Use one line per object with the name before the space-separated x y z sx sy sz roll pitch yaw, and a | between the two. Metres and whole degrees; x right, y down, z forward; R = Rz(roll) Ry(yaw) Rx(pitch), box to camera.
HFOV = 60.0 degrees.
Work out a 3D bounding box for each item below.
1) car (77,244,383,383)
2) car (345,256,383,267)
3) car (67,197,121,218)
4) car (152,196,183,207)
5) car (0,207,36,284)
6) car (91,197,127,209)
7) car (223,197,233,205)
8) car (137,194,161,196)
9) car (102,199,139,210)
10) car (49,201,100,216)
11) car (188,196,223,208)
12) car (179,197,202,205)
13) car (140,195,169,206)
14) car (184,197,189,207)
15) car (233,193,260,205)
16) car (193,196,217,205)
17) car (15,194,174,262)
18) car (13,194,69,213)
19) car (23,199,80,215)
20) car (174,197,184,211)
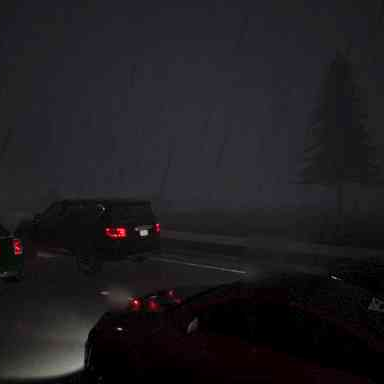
car | 0.802 1.564 3.417 4.181 1.385 1.994 0 0 35
car | 4.671 1.478 4.956 5.008 1.535 1.882 0 0 35
car | -9.235 1.352 31.604 2.097 1.767 4.553 0 0 36
car | -3.734 1.478 50.998 1.882 1.535 5.008 0 0 36
car | -6.249 1.352 8.414 4.553 1.767 2.097 0 0 36
car | -11.465 1.505 46.353 1.837 1.490 4.892 0 0 36
car | 6.146 1.601 58.527 1.895 1.301 4.718 0 0 37
car | -6.118 1.221 41.811 2.150 2.045 5.566 0 0 36
car | -9.284 1.601 43.408 1.895 1.301 4.718 0 0 36
car | -11.879 1.601 33.925 1.895 1.301 4.718 0 0 36
car | 2.008 1.601 46.993 1.895 1.301 4.718 0 0 36
car | -0.212 1.601 61.703 1.895 1.301 4.718 0 0 37
car | -6.046 1.352 53.761 2.097 1.767 4.553 0 0 36
car | -0.070 1.547 50.081 2.033 1.411 5.357 0 0 36
car | 9.871 1.216 57.659 2.150 2.045 5.566 0 1 37
car | 2.344 1.526 59.275 1.812 1.442 4.674 0 0 37
car | -3.505 1.221 10.755 5.566 2.045 2.150 0 0 36
car | -17.317 1.222 38.349 2.150 2.045 5.566 0 0 36
car | -14.933 1.547 35.679 2.033 1.411 5.357 0 0 36
car | -3.651 1.547 39.254 2.033 1.411 5.357 0 0 36
